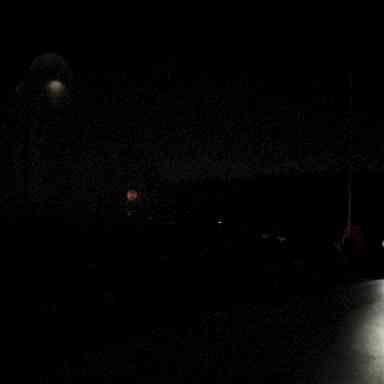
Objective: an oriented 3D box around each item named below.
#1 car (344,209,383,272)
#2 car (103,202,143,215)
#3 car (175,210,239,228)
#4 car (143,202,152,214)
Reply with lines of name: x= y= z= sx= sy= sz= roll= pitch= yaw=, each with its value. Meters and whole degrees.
car: x=6.421 y=1.453 z=10.624 sx=2.097 sy=1.767 sz=4.553 roll=-1 pitch=-2 yaw=11
car: x=-7.062 y=1.777 z=32.225 sx=2.128 sy=1.511 sz=4.902 roll=1 pitch=0 yaw=-35
car: x=0.908 y=1.833 z=21.052 sx=1.895 sy=1.301 sz=4.718 roll=1 pitch=-1 yaw=-36
car: x=-6.269 y=1.795 z=36.736 sx=1.882 sy=1.535 sz=5.008 roll=1 pitch=0 yaw=-35
